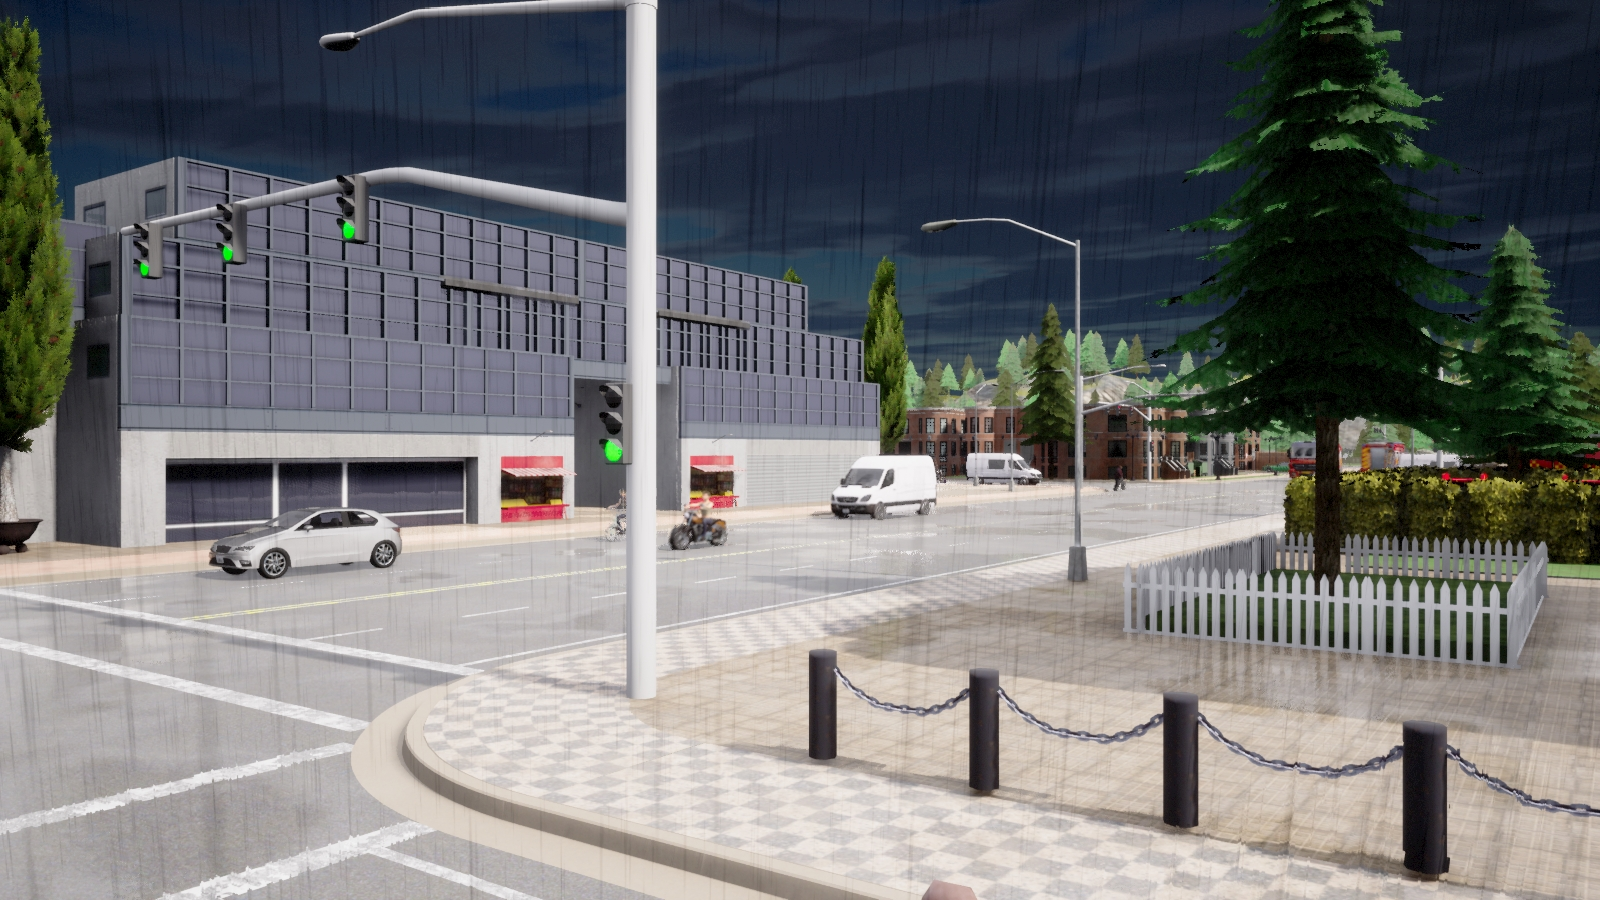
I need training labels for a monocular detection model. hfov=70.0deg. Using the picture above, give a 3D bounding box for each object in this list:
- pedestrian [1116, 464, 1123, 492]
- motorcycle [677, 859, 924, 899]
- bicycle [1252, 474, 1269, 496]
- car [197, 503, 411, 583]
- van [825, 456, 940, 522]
[{"bbox_3d":[21.111,1.848,75.469,0.375,1.860,0.375,0,0,31],"label":"pedestrian"},{"bbox_3d":[0.509,2.205,3.428,2.209,1.251,0.867,0,0,35],"label":"motorcycle"},{"bbox_3d":[28.503,2.158,70.691,0.859,1.276,1.487,-1,0,26],"label":"bicycle"},{"bbox_3d":[-11.323,2.066,26.349,1.816,1.474,4.193,0,0,35],"label":"car"},{"bbox_3d":[3.507,1.534,47.392,1.988,2.561,5.915,0,0,35],"label":"van"}]
